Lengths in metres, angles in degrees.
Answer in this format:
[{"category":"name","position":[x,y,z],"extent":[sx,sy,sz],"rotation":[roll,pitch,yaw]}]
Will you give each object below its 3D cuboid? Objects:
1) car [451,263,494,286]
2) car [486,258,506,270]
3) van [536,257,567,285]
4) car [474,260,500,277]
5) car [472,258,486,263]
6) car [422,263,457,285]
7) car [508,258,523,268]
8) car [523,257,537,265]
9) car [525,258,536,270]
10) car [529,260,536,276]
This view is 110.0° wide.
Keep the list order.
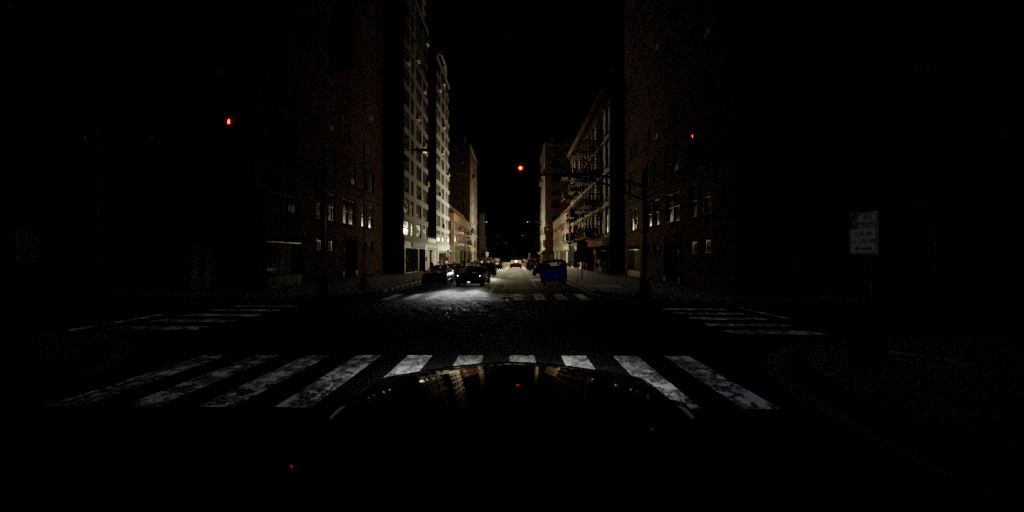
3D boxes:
[{"category":"car","position":[-2.638,1.354,25.167],"extent":[1.895,1.301,4.718],"rotation":[0,0,4]},{"category":"car","position":[-2.344,1.315,51.707],"extent":[1.994,1.385,4.181],"rotation":[0,0,1]},{"category":"van","position":[2.860,1.094,25.393],"extent":[1.690,1.789,3.998],"rotation":[0,0,1]},{"category":"car","position":[-2.521,1.356,35.990],"extent":[1.895,1.301,4.718],"rotation":[0,0,0]},{"category":"car","position":[-4.948,1.278,48.018],"extent":[1.751,1.417,4.829],"rotation":[0,0,1]},{"category":"car","position":[-5.165,1.304,25.461],"extent":[2.007,1.370,4.403],"rotation":[0,0,1]},{"category":"car","position":[0.651,1.348,59.076],"extent":[1.895,1.301,4.718],"rotation":[0,0,1]},{"category":"car","position":[3.133,1.065,53.799],"extent":[2.192,1.841,5.009],"rotation":[0,0,1]},{"category":"car","position":[3.078,1.335,48.117],"extent":[1.802,1.307,4.207],"rotation":[0,0,1]},{"category":"car","position":[2.969,1.337,36.755],"extent":[1.802,1.307,4.207],"rotation":[0,0,1]}]
